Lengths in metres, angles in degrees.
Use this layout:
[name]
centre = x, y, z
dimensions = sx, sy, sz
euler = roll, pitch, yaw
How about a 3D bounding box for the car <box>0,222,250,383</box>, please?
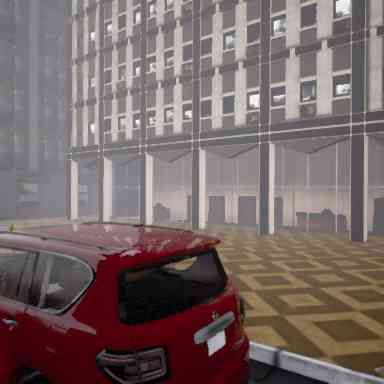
[car]
centre = -1.741, 1.314, 4.108
dimensions = 5.009, 1.841, 2.192
euler = 0, 0, 36
